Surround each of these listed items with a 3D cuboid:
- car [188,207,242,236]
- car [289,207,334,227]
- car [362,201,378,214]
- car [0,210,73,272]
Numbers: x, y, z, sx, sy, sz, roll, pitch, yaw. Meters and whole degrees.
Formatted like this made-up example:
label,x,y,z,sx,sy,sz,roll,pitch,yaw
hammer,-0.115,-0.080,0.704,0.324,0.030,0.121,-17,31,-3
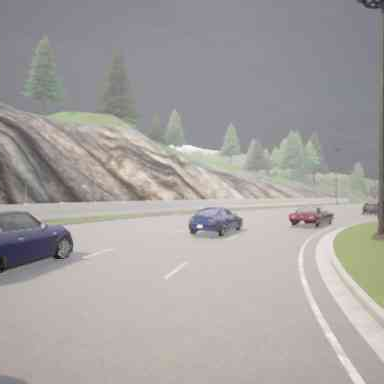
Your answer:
label,x,y,z,sx,sy,sz,roll,pitch,yaw
car,1.384,1.559,18.597,1.812,1.442,4.674,0,0,26
car,8.621,1.717,23.739,1.895,1.301,4.718,1,0,37
car,20.960,1.754,38.006,2.128,1.511,4.902,1,0,42
car,-5.436,1.303,9.654,2.097,1.767,4.553,1,0,12
